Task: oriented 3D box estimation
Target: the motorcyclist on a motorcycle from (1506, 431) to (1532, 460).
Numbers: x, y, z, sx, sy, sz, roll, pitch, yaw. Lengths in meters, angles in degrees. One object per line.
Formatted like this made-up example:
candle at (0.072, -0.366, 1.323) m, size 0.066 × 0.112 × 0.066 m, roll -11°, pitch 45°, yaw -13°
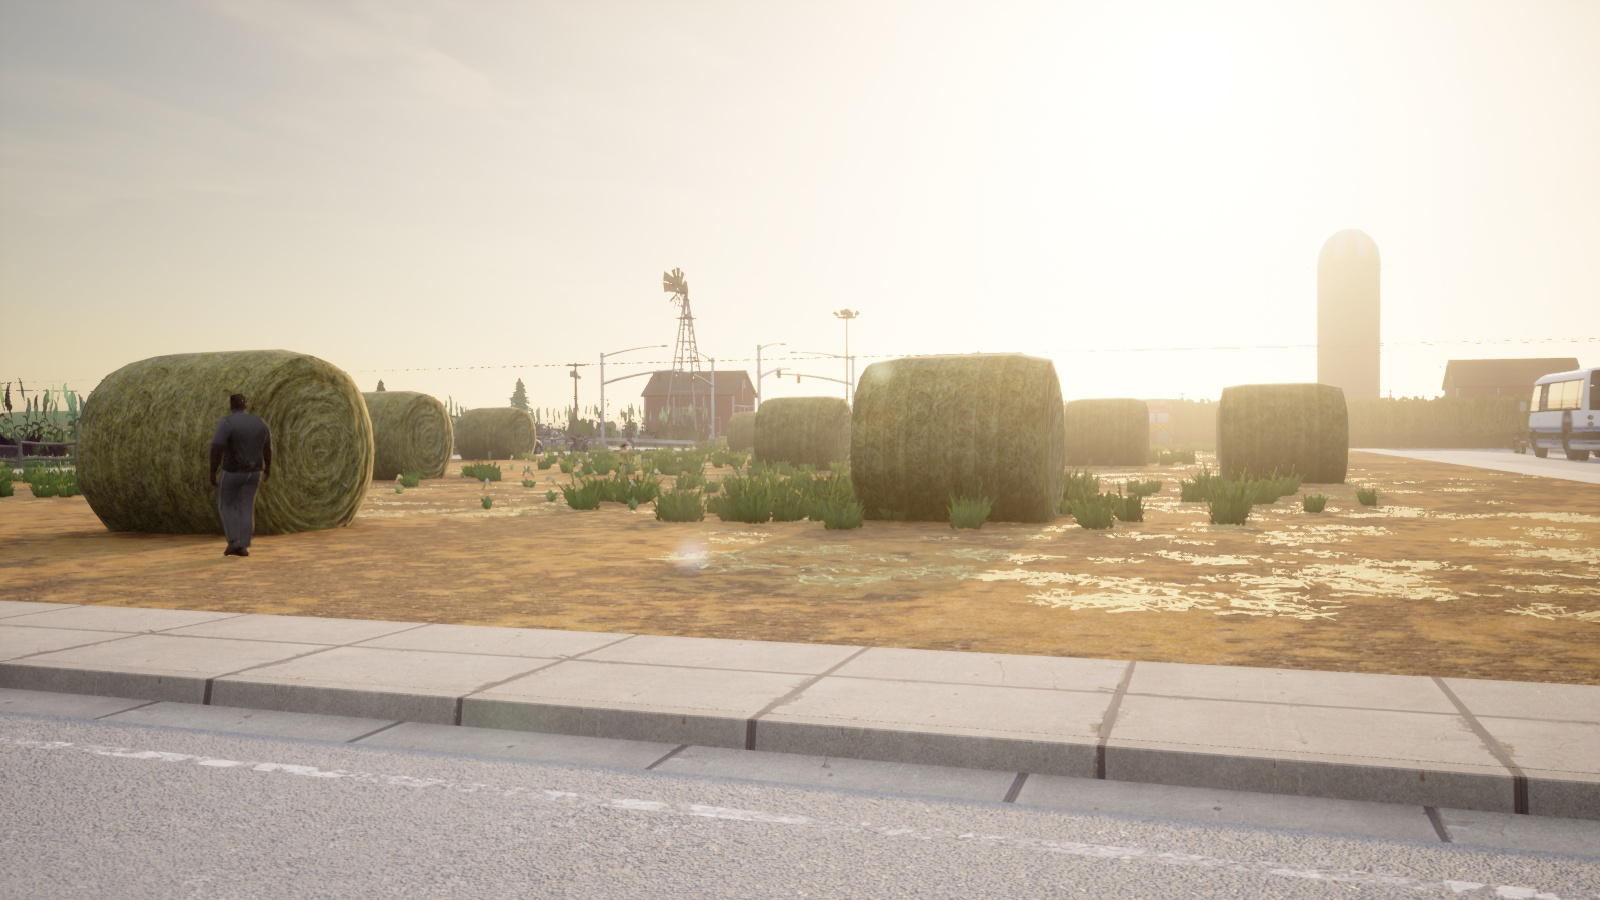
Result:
motorcyclist on a motorcycle at (41.600, -0.257, 72.672) m, size 0.766 × 1.649 × 2.350 m, roll 1°, pitch 1°, yaw 18°

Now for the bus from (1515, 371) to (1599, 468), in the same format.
bus at (37.540, -1.393, 59.802) m, size 3.944 × 4.253 × 10.273 m, roll 1°, pitch 1°, yaw 18°

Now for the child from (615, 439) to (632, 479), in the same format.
child at (-4.929, 0.251, 35.153) m, size 0.394 × 1.110 × 0.255 m, roll 1°, pitch 1°, yaw 27°

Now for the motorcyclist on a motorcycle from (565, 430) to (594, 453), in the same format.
motorcyclist on a motorcycle at (-14.661, -0.565, 83.480) m, size 0.866 × 1.530 × 2.191 m, roll 1°, pitch 1°, yaw 21°

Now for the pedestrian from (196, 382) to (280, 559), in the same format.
pedestrian at (-6.197, 0.213, 13.842) m, size 0.849 × 1.883 × 0.563 m, roll 1°, pitch 1°, yaw 44°
